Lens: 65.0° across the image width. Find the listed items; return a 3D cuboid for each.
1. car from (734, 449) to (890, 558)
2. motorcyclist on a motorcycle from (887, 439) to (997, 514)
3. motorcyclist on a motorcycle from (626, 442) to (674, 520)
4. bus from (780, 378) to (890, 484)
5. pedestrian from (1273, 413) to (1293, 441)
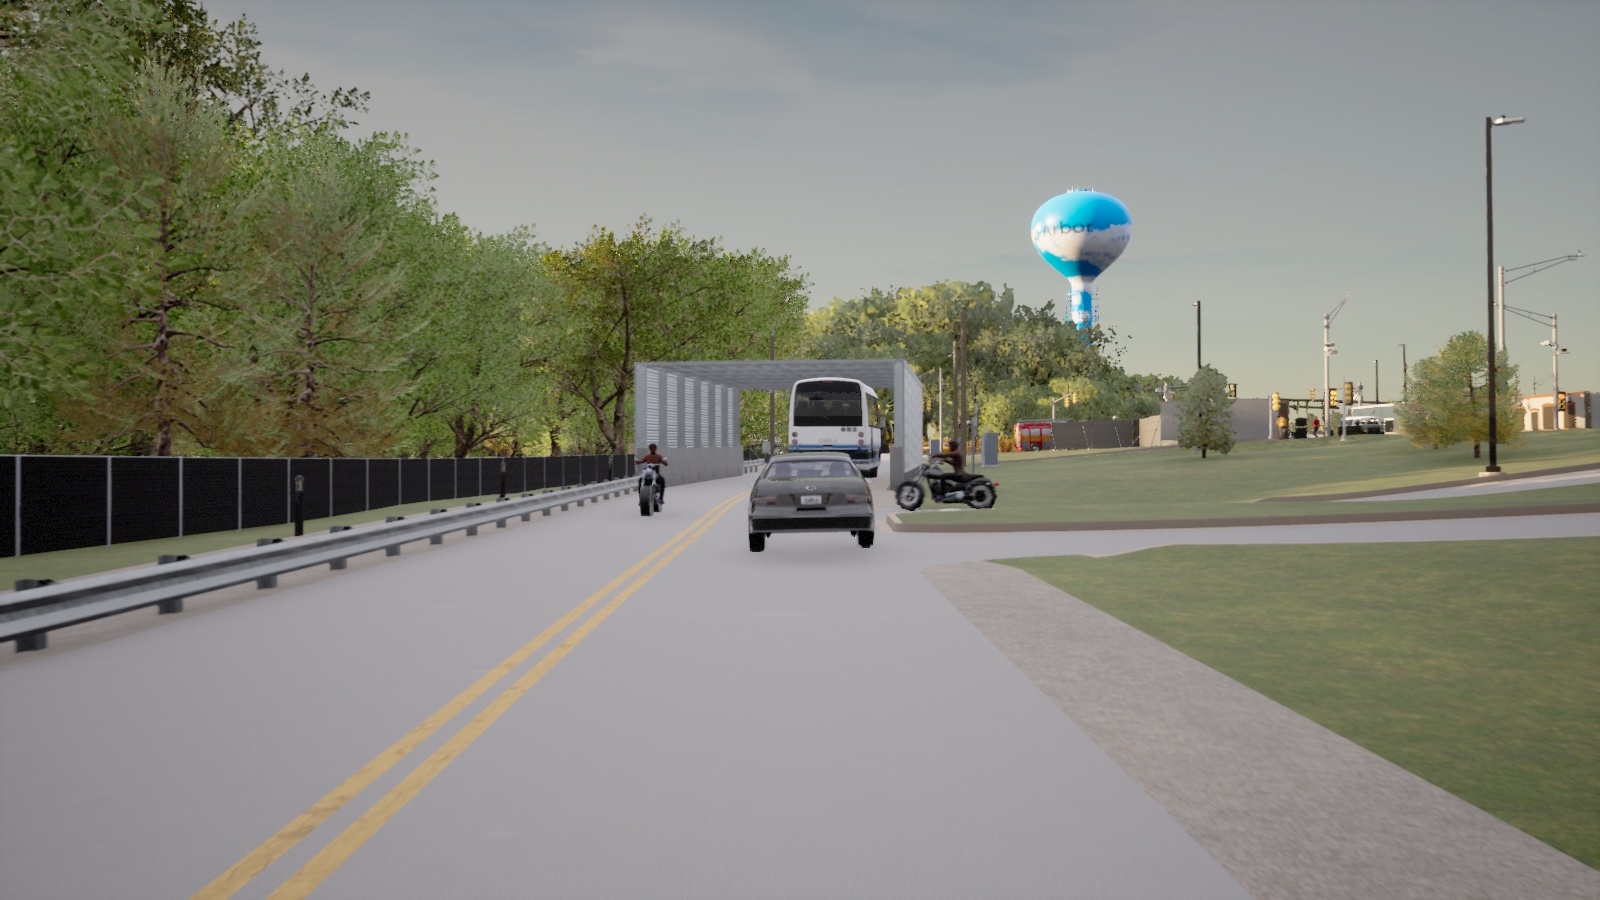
[{"bbox_3d":[0.170,0.734,19.334,2.033,1.411,5.357,-1,-1,0],"label":"car"},{"bbox_3d":[3.212,0.605,28.411,2.350,1.649,0.766,-1,-2,17],"label":"motorcyclist on a motorcycle"},{"bbox_3d":[-3.299,0.648,27.769,0.766,1.649,2.350,0,0,0],"label":"motorcyclist on a motorcycle"},{"bbox_3d":[1.755,-0.813,55.644,3.944,4.253,10.273,0,0,7],"label":"bus"},{"bbox_3d":[32.878,-1.557,85.482,0.874,1.855,0.900,0,-1,-16],"label":"pedestrian"}]
